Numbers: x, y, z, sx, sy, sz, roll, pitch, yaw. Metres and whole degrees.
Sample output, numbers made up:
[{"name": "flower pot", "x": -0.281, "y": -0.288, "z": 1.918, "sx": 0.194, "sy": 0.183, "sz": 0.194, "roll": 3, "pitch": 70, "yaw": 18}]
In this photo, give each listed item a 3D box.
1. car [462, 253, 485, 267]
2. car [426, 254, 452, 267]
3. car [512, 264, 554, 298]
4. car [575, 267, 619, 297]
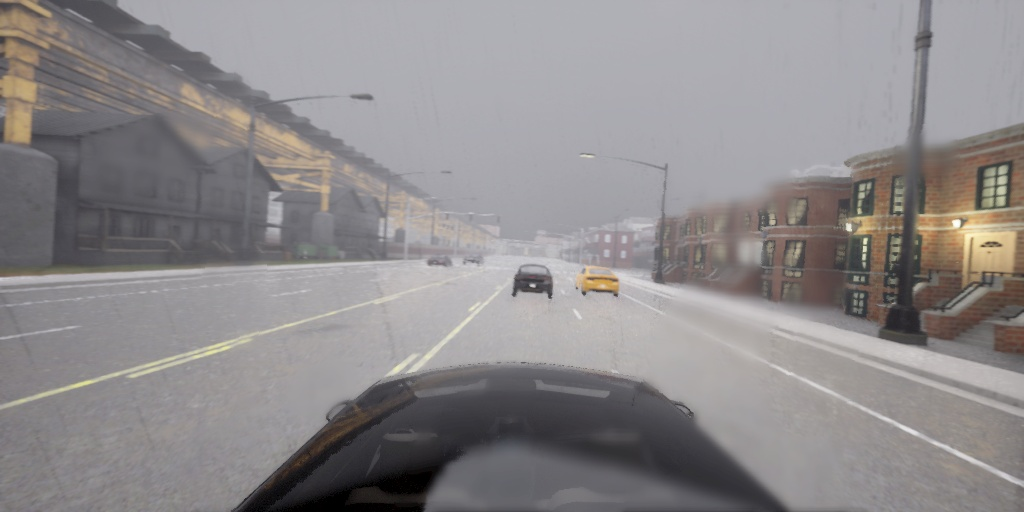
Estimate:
[{"name": "car", "x": -4.305, "y": 0.326, "z": 41.282, "sx": 2.033, "sy": 1.411, "sz": 5.357, "roll": 4, "pitch": 1, "yaw": 4}, {"name": "car", "x": -7.965, "y": 0.484, "z": 39.727, "sx": 1.994, "sy": 1.385, "sz": 4.181, "roll": 4, "pitch": 0, "yaw": 5}, {"name": "car", "x": 1.091, "y": 1.147, "z": 18.351, "sx": 1.882, "sy": 1.535, "sz": 5.008, "roll": 4, "pitch": 0, "yaw": 4}, {"name": "car", "x": 4.757, "y": 1.356, "z": 20.507, "sx": 1.882, "sy": 1.535, "sz": 5.008, "roll": 4, "pitch": 0, "yaw": 4}]
